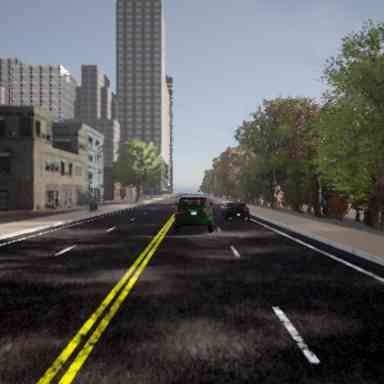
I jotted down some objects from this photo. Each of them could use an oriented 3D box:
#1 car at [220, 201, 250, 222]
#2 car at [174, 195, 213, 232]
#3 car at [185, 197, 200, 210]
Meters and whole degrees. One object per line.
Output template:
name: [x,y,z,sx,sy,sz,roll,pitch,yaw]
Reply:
car: [3.355,1.474,26.446,1.882,1.535,5.008,0,0,0]
car: [0.104,1.219,20.269,2.150,2.045,5.566,0,0,0]
car: [0.109,1.467,44.222,1.882,1.535,5.008,0,0,0]
